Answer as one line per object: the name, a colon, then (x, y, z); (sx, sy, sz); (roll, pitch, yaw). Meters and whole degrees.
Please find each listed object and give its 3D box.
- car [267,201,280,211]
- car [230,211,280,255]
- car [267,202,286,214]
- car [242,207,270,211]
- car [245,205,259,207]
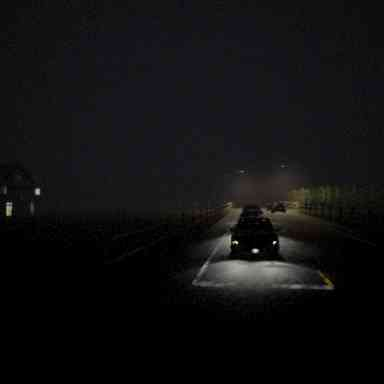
car: (13.866, 2.399, 56.736); (1.882, 1.535, 5.008); (-1, -1, 10)
car: (2.761, 1.799, 14.730); (2.033, 1.411, 5.357); (-1, -1, 10)
car: (12.099, 2.288, 46.617); (2.033, 1.411, 5.357); (-1, -1, 10)
car: (4.496, 2.022, 24.628); (1.895, 1.301, 4.718); (-1, -1, 10)
car: (6.279, 2.073, 34.765); (1.882, 1.535, 5.008); (-1, -1, 10)
